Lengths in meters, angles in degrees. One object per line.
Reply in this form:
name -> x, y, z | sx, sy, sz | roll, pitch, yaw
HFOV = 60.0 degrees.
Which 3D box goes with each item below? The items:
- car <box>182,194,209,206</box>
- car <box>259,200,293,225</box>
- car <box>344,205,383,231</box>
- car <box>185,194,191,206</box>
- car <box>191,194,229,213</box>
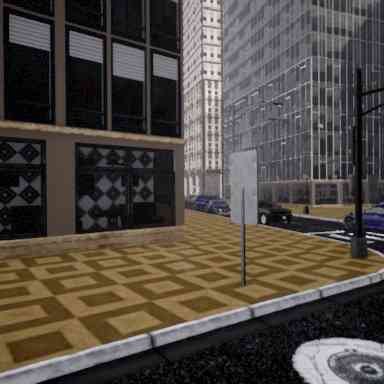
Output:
car -> 0.367, 1.000, 45.564 | 2.033, 1.411, 5.357 | -1, 1, -19
car -> 4.888, 1.276, 22.856 | 1.882, 1.535, 5.008 | -1, 1, -19
car -> 10.003, 1.391, 17.144 | 1.812, 1.442, 4.674 | 0, 1, -16
car -> -1.921, 1.065, 43.154 | 1.994, 1.385, 4.181 | -1, 1, -18
car -> 1.838, 1.018, 31.929 | 2.097, 1.767, 4.553 | -1, 1, -19
